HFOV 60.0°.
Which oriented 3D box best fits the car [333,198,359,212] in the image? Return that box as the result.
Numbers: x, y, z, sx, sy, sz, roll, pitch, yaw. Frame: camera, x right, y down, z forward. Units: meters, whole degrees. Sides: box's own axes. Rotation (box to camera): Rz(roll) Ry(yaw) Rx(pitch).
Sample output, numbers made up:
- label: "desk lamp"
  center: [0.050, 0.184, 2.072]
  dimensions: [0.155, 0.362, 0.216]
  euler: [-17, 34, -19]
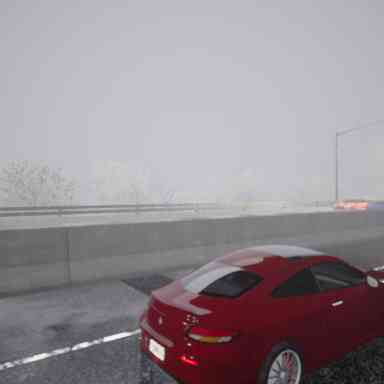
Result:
- label: "car"
  center: [18.070, 1.519, 37.862]
  dimensions: [4.553, 1.767, 2.097]
  euler: [0, 0, -34]

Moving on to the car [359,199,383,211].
- label: "car"
  center: [20.067, 1.645, 34.989]
  dimensions: [5.008, 1.535, 1.882]
  euler: [0, 0, -34]

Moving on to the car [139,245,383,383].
- label: "car"
  center: [1.501, 1.542, 4.932]
  dimensions: [4.674, 1.442, 1.812]
  euler: [0, 0, -35]
